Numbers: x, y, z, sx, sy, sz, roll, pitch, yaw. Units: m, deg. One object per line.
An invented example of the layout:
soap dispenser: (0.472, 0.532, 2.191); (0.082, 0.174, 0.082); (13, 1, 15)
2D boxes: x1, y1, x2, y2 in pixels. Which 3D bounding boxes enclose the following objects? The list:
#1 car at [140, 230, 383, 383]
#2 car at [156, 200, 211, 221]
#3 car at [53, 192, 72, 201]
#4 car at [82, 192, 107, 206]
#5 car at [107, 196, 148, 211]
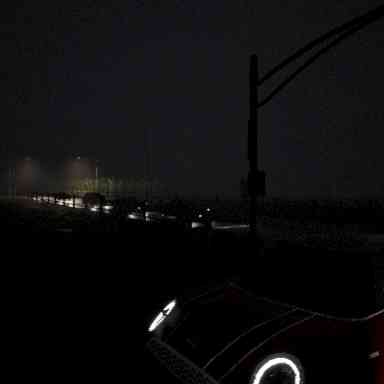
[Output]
car: (1.673, 1.353, 4.067); (4.553, 1.767, 2.097); (0, 0, -35)
car: (-0.706, 1.242, 23.914); (1.895, 1.301, 4.718); (0, 1, -35)
car: (-20.360, 0.627, 52.133); (1.895, 1.301, 4.718); (0, 1, -35)
car: (-11.607, 0.803, 39.488); (1.837, 1.490, 4.892); (0, 1, -35)
car: (-5.957, 1.077, 31.410); (1.895, 1.301, 4.718); (0, 1, -35)
